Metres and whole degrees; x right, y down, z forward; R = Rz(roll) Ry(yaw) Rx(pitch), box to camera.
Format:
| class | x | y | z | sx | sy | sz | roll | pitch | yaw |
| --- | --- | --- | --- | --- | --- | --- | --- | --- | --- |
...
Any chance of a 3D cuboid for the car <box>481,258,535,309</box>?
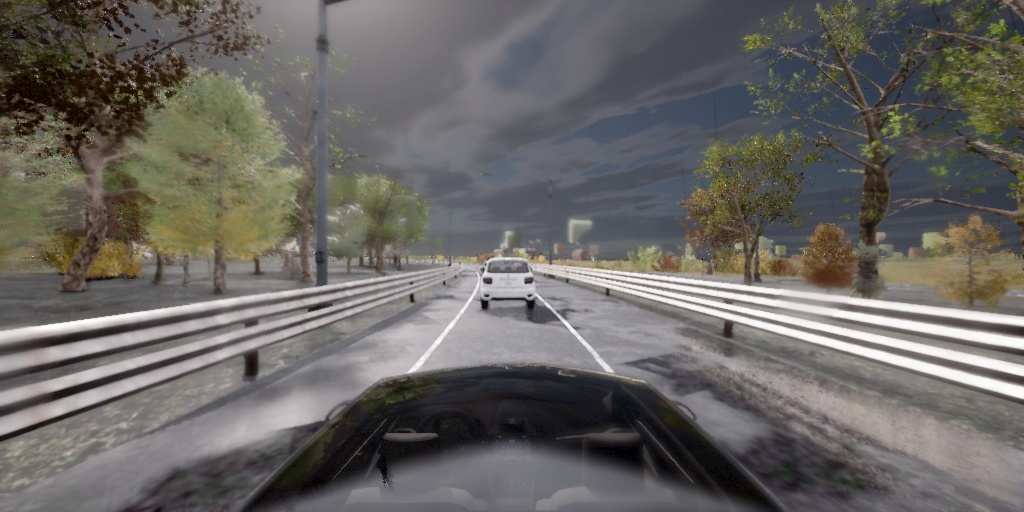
| class | x | y | z | sx | sy | sz | roll | pitch | yaw |
| --- | --- | --- | --- | --- | --- | --- | --- | --- | --- |
| car | -0.223 | 1.098 | 15.963 | 2.150 | 2.045 | 5.566 | 0 | 0 | -2 |
